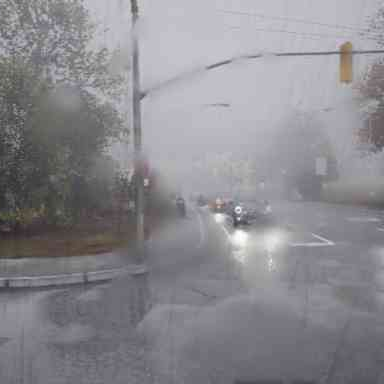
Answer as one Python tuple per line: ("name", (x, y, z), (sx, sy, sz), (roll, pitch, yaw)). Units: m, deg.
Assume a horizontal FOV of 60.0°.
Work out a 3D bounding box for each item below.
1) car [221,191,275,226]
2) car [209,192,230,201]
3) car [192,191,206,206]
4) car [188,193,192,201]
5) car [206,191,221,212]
("car", (3.078, 0.849, 18.513), (2.097, 1.767, 4.553), (-1, 1, -1))
("car", (4.653, 0.741, 57.186), (1.895, 1.301, 4.718), (-2, 0, -19))
("car", (1.677, 0.880, 39.168), (2.033, 1.411, 5.357), (-1, 0, -8))
("car", (0.959, 0.587, 57.186), (2.097, 1.767, 4.553), (-2, 0, -22))
("car", (2.727, 0.728, 28.598), (2.097, 1.767, 4.553), (-1, 1, -4))
